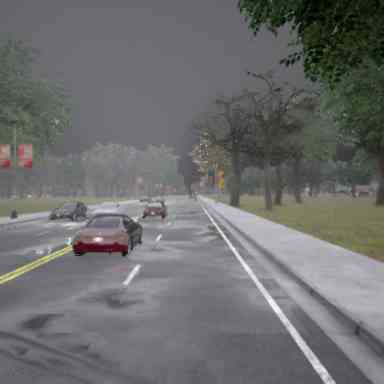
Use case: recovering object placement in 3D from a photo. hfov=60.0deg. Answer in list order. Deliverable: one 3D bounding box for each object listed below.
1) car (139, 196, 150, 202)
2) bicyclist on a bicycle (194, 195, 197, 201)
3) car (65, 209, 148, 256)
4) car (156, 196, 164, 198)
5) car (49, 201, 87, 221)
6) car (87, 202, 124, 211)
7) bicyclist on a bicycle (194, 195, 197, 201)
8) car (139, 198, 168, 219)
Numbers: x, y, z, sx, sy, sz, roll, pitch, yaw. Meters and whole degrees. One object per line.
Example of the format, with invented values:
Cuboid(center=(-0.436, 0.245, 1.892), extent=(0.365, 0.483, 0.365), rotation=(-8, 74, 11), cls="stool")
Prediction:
Cuboid(center=(-9.747, 1.510, 69.207), extent=(1.882, 1.535, 5.008), rotation=(0, 0, 0), cls="car")
Cuboid(center=(0.899, 1.507, 86.818), extent=(0.582, 1.620, 1.656), rotation=(0, 0, 0), cls="bicyclist on a bicycle")
Cuboid(center=(-3.152, 1.566, 13.180), extent=(1.994, 1.385, 4.181), rotation=(0, 0, 0), cls="car")
Cuboid(center=(-6.501, 1.543, 67.007), extent=(1.812, 1.442, 4.674), rotation=(0, 0, 0), cls="car")
Cuboid(center=(-9.846, 1.509, 26.940), extent=(1.837, 1.490, 4.892), rotation=(0, 0, 0), cls="car")
Cuboid(center=(-6.590, 1.530, 26.570), extent=(1.812, 1.442, 4.674), rotation=(0, 0, 0), cls="car")
Cuboid(center=(0.893, 1.480, 77.815), extent=(0.866, 1.612, 1.509), rotation=(0, 0, 0), cls="bicyclist on a bicycle")
Cuboid(center=(-3.151, 1.531, 29.129), extent=(1.812, 1.442, 4.674), rotation=(0, 0, 0), cls="car")
